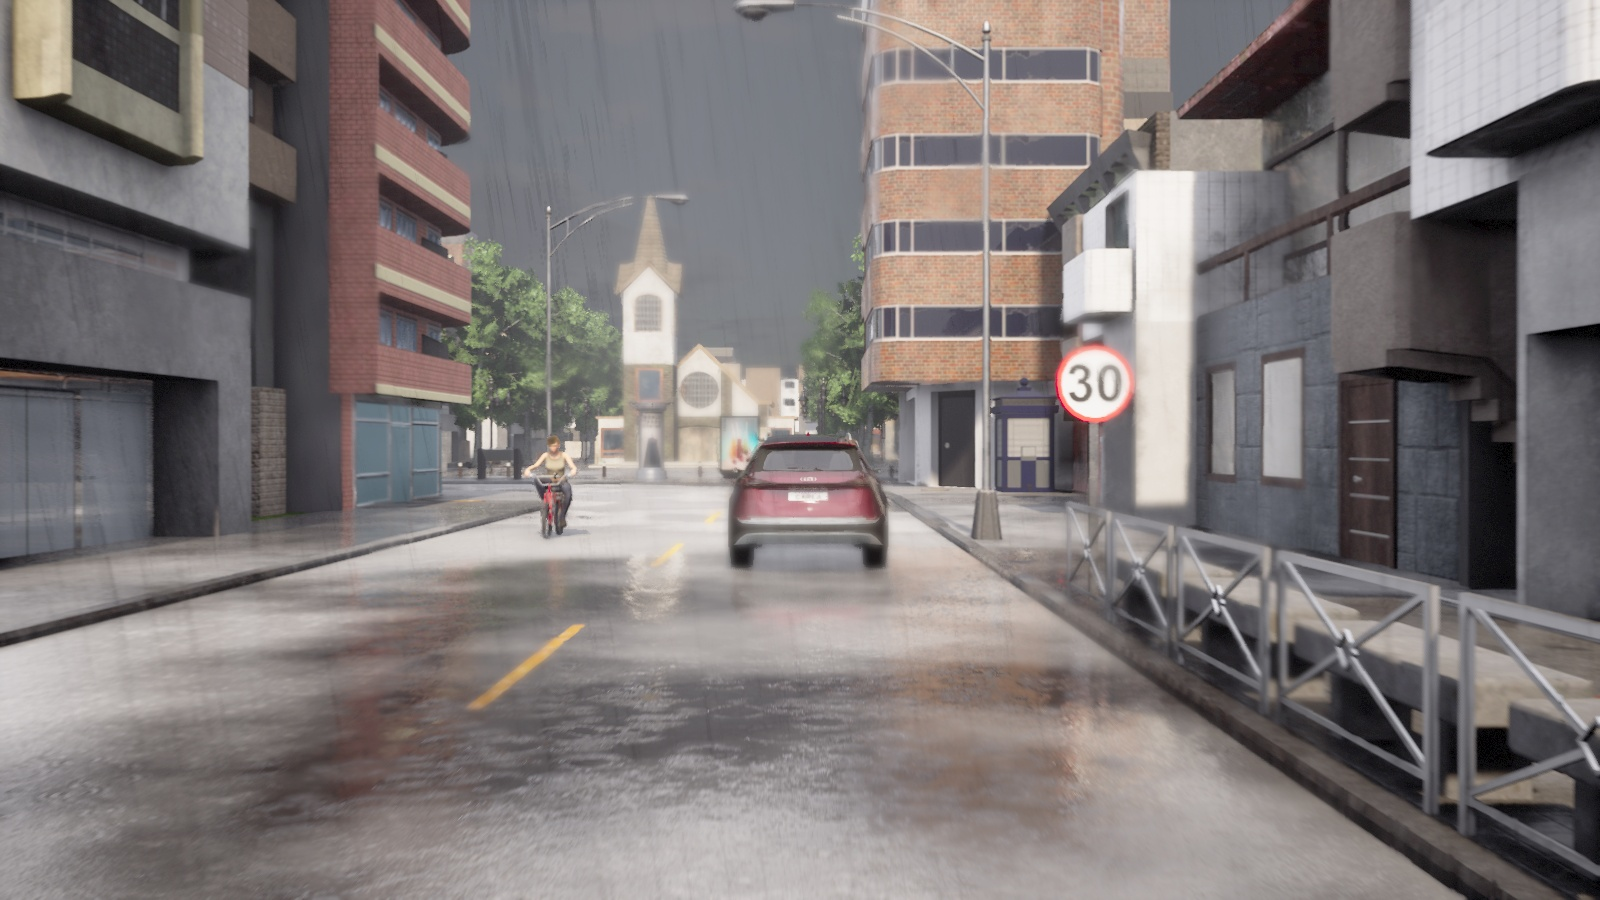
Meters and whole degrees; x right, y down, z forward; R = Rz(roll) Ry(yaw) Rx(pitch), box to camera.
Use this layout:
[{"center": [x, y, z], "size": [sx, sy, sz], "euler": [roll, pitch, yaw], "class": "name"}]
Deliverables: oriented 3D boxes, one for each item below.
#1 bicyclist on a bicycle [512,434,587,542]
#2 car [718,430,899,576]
[{"center": [-3.880, 0.570, 19.569], "size": [0.866, 1.612, 1.509], "euler": [0, 0, 0], "class": "bicyclist on a bicycle"}, {"center": [0.107, 0.583, 16.577], "size": [2.033, 1.649, 4.856], "euler": [0, 0, 0], "class": "car"}]
